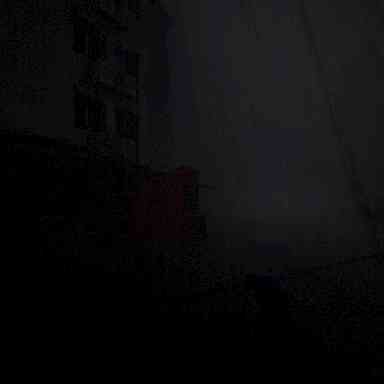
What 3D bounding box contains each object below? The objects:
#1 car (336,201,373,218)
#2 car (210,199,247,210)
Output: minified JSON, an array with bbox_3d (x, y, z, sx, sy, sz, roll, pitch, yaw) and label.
[{"bbox_3d":[14.940,1.477,28.348,1.882,1.535,5.008,0,0,-36],"label":"car"},{"bbox_3d":[4.584,1.548,42.797,2.033,1.411,5.357,0,0,-35],"label":"car"}]
